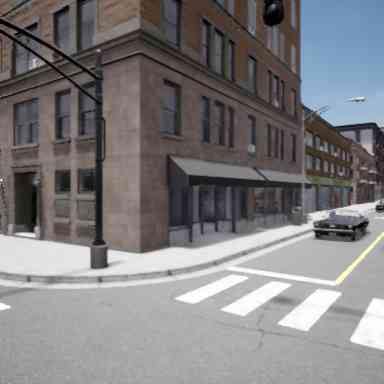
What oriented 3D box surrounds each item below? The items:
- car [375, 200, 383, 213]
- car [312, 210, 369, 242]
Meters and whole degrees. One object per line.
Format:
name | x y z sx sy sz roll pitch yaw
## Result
car | 21.487 1.590 36.725 1.895 1.301 4.718 0 0 35
car | 7.575 1.599 16.785 1.895 1.301 4.718 0 0 35
